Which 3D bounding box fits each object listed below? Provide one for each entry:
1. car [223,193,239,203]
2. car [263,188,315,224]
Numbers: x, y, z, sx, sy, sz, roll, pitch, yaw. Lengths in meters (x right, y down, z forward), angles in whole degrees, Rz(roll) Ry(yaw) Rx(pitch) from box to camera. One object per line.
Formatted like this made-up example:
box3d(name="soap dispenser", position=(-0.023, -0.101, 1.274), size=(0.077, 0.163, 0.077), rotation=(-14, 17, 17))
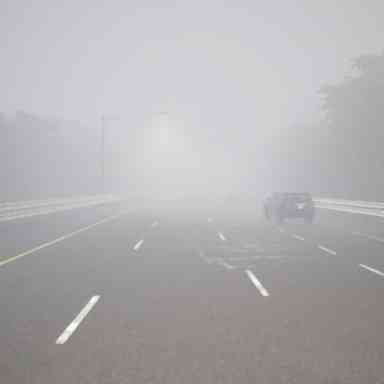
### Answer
box3d(name="car", position=(5.843, 0.848, 50.189), size=(1.882, 1.535, 5.008), rotation=(0, 1, -1))
box3d(name="car", position=(6.461, 0.962, 22.649), size=(2.150, 2.045, 5.566), rotation=(0, 1, -1))
